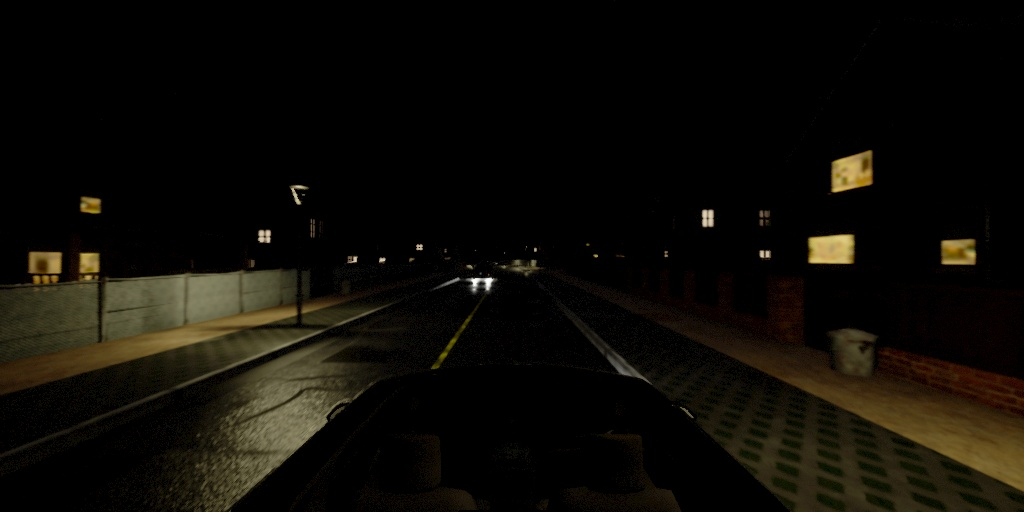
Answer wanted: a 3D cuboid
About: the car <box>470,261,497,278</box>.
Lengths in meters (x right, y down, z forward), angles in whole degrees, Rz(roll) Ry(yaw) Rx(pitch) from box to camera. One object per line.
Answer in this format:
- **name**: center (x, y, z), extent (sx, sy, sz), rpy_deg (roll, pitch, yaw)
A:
- **car**: center (-2.812, 1.404, 34.457), extent (1.994, 1.385, 4.181), rpy_deg (0, 0, 0)
